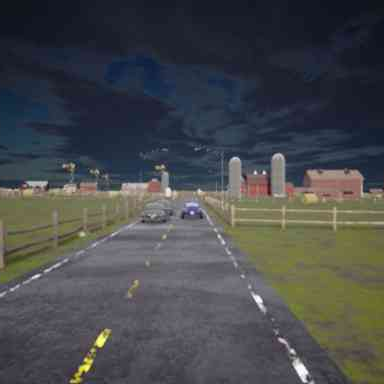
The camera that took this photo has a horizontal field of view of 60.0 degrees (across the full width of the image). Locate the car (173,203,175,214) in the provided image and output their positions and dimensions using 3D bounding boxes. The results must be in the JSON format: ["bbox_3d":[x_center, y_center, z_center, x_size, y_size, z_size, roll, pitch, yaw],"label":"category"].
[{"bbox_3d":[-2.738,1.478,32.831,1.837,1.490,4.892,0,0,0],"label":"car"}]

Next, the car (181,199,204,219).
[{"bbox_3d":[0.022,1.502,28.982,1.812,1.442,4.674,0,0,0],"label":"car"}]

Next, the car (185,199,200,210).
[{"bbox_3d":[0.069,1.567,43.333,1.895,1.301,4.718,0,0,0],"label":"car"}]

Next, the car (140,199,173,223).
[{"bbox_3d":[-2.741,1.499,25.448,1.837,1.490,4.892,0,0,0],"label":"car"}]
